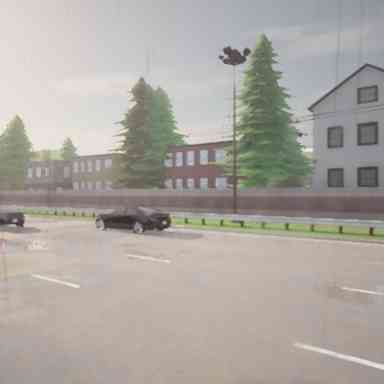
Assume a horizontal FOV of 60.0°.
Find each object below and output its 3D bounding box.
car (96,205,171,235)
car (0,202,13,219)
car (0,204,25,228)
[{"bbox_3d":[-3.496,1.517,19.379,5.008,1.535,1.882,0,0,35],"label":"car"},{"bbox_3d":[-18.563,1.639,30.121,5.357,1.411,2.033,0,0,35],"label":"car"},{"bbox_3d":[-12.660,1.589,21.615,4.674,1.442,1.812,0,0,35],"label":"car"}]
